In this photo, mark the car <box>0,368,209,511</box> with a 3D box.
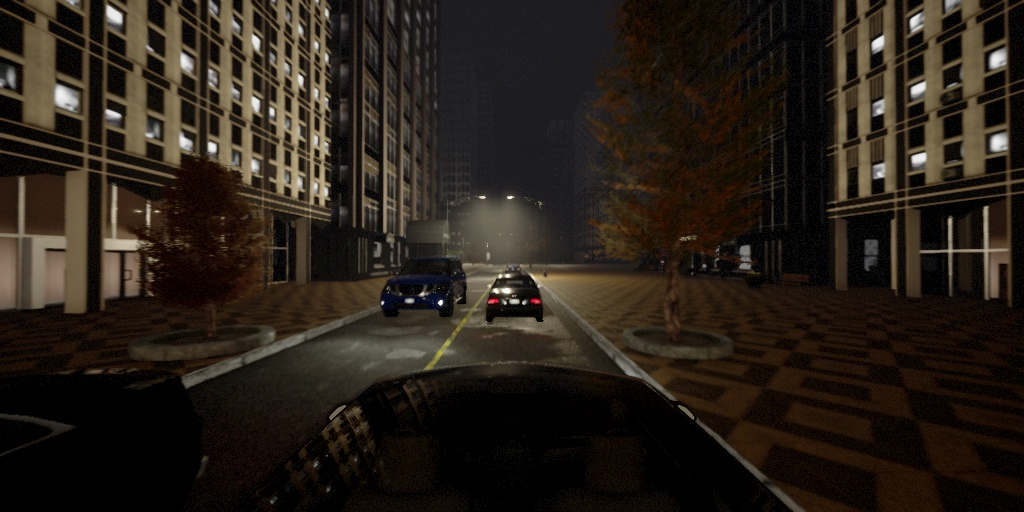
[{"bbox_3d":[-3.057,1.234,0.420,2.128,1.511,4.902,0,0,1],"label":"car"}]

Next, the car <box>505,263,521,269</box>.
[{"bbox_3d":[0.106,1.500,42.400,2.033,1.411,5.357,0,0,0],"label":"car"}]

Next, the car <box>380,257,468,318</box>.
[{"bbox_3d":[-3.055,1.034,13.672,2.150,2.045,5.566,0,-1,1],"label":"car"}]

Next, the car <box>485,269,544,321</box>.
[{"bbox_3d":[0.081,1.353,12.700,2.033,1.411,5.357,0,0,0],"label":"car"}]
